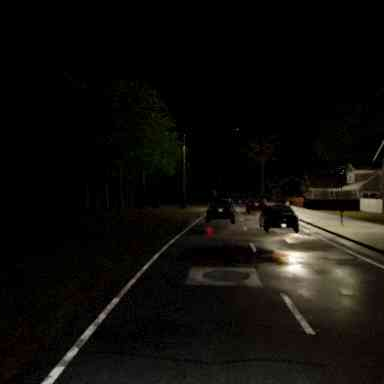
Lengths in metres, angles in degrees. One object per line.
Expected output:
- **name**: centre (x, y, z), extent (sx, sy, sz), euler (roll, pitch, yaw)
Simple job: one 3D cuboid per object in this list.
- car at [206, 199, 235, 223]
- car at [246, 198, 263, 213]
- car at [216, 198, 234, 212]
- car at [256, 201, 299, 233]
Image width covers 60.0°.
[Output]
- **car**: centre (2.280, 1.377, 25.897), extent (2.097, 1.767, 4.553), euler (0, 0, 7)
- **car**: centre (7.233, 1.441, 37.939), extent (2.097, 1.767, 4.553), euler (0, 0, 7)
- **car**: centre (4.211, 1.587, 42.178), extent (2.128, 1.511, 4.902), euler (0, 0, 7)
- **car**: centre (5.101, 1.517, 19.883), extent (1.837, 1.490, 4.892), euler (0, 0, 6)
